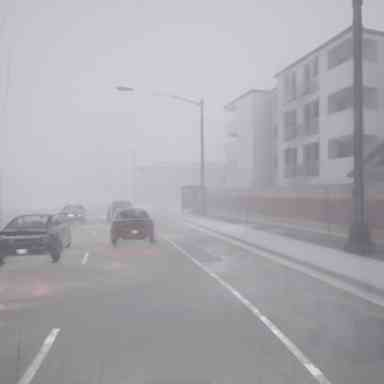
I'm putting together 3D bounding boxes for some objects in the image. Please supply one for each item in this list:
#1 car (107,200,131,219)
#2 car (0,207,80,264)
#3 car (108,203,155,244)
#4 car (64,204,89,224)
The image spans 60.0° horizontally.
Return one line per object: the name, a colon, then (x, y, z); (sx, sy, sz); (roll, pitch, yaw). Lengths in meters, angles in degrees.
car: (-5.668, 1.413, 26.499); (2.097, 1.767, 4.553); (0, 0, -15)
car: (-5.572, 1.544, 12.151); (2.128, 1.511, 4.902); (0, 0, -14)
car: (-2.976, 1.511, 16.240); (1.882, 1.535, 5.008); (0, 0, -14)
car: (-8.925, 1.633, 25.127); (2.033, 1.411, 5.357); (0, 0, -14)
